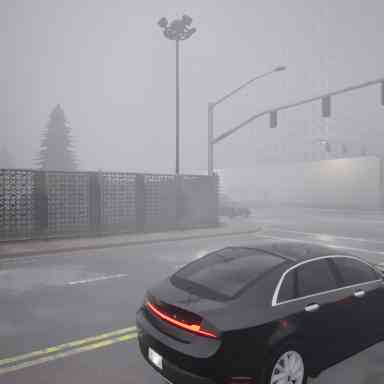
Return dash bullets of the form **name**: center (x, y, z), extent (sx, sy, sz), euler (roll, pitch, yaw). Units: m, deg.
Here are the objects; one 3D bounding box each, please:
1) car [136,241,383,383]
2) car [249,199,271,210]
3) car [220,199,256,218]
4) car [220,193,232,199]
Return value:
- **car**: center (1.592, 1.505, 4.919), extent (4.892, 1.490, 1.837), euler (0, 0, -35)
- **car**: center (7.483, 1.545, 41.447), extent (1.895, 1.301, 4.718), euler (0, 0, -35)
- **car**: center (3.016, 1.545, 29.222), extent (1.895, 1.301, 4.718), euler (0, 0, -34)
- **car**: center (2.811, 1.167, 35.621), extent (2.150, 2.045, 5.566), euler (0, 0, -35)
